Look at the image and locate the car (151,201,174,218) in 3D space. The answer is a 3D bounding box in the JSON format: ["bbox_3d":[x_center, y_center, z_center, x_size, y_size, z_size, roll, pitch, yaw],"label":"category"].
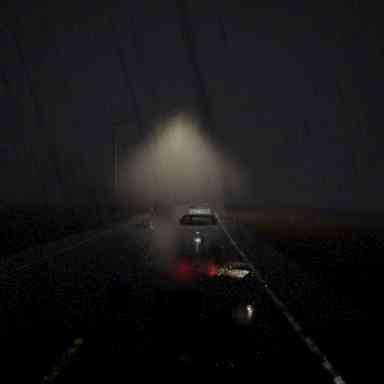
[{"bbox_3d":[-2.848,1.712,33.214,1.837,1.490,4.892,0,-1,2],"label":"car"}]

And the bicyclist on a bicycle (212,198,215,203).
[{"bbox_3d":[4.852,2.134,77.648,0.582,1.620,1.656,0,-1,6],"label":"bicyclist on a bicycle"}]

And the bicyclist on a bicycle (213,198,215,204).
[{"bbox_3d":[5.790,2.252,86.570,0.582,1.620,1.656,0,-1,6],"label":"bicyclist on a bicycle"}]

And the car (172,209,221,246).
[{"bbox_3d":[0.286,1.689,15.805,1.895,1.301,4.718,0,0,1],"label":"car"}]

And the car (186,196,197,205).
[{"bbox_3d":[-0.025,1.806,73.511,2.150,2.045,5.566,0,-1,5],"label":"car"}]

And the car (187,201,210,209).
[{"bbox_3d":[0.759,1.795,31.188,1.895,1.301,4.718,0,0,2],"label":"car"}]
